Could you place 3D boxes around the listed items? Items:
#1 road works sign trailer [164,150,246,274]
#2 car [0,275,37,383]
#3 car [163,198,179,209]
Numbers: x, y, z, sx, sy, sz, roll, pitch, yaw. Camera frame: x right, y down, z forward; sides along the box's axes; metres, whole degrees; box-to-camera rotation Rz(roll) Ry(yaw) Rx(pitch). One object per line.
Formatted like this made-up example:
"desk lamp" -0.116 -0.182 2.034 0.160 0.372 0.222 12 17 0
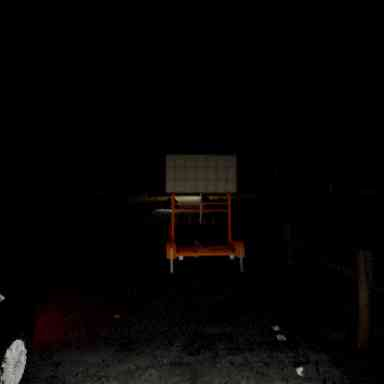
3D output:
"road works sign trailer" 0.280 0.479 10.752 2.380 3.560 2.880 0 0 -6
"car" -2.850 1.509 2.261 1.837 1.490 4.892 0 0 0
"car" -2.815 1.551 45.461 1.812 1.442 4.674 0 0 0
